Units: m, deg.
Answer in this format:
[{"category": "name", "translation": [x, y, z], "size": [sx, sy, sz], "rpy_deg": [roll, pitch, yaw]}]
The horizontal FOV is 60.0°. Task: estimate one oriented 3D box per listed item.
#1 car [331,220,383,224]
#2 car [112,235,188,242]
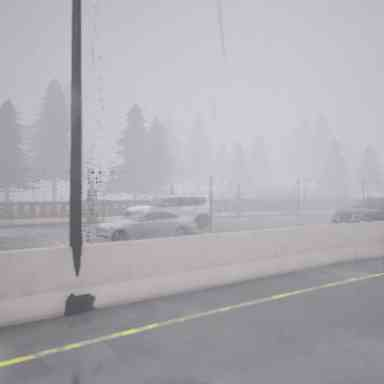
[{"category": "car", "translation": [9.905, 1.225, 17.360], "size": [5.566, 2.045, 2.150], "rpy_deg": [0, 0, -24]}, {"category": "car", "translation": [-1.992, 1.483, 14.950], "size": [4.674, 1.442, 1.812], "rpy_deg": [0, 0, -30]}]
